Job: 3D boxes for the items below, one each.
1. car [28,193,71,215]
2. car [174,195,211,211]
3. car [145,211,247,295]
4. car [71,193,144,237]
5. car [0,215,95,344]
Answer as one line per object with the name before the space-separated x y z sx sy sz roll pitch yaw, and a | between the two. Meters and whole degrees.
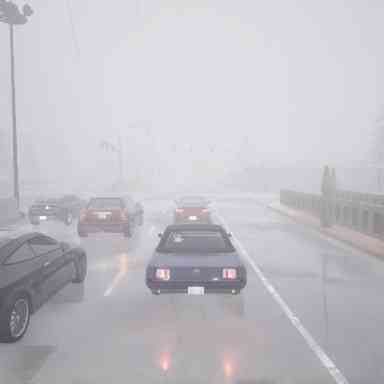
car | -6.980 0.821 17.926 1.837 1.490 4.892 0 3 0
car | 0.024 0.878 17.361 1.812 1.442 4.674 0 3 0
car | 0.069 1.429 8.289 1.895 1.301 4.718 0 2 0
car | -3.465 0.841 14.932 2.097 1.767 4.553 0 3 0
car | -3.425 1.426 6.137 1.812 1.442 4.674 0 2 0
